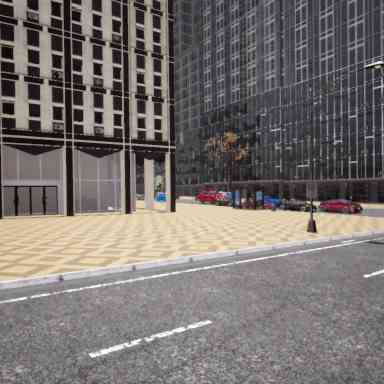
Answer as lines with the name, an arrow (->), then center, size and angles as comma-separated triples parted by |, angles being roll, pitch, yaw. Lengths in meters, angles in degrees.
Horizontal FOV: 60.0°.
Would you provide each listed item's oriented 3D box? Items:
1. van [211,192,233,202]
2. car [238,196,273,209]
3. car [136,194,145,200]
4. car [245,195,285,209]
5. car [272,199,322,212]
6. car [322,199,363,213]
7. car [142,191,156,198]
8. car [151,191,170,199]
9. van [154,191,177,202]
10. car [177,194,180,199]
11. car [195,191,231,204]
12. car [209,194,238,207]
van -> 5.342, 0.853, 58.939 | 1.690, 1.788, 3.998 | -1, 1, -34
car -> 7.924, 1.387, 40.073 | 1.802, 1.307, 4.206 | -1, 1, -34
car -> -11.184, 1.038, 68.316 | 2.008, 1.369, 4.403 | 0, 1, -34
car -> 9.305, 1.225, 42.832 | 1.882, 1.535, 5.008 | -1, 1, -34
car -> 11.110, 1.422, 35.364 | 1.947, 1.339, 4.313 | -1, 1, -34
car -> 15.197, 1.407, 34.181 | 1.994, 1.385, 4.181 | -1, 1, -34
car -> -10.659, 0.684, 82.425 | 1.967, 1.590, 4.097 | 0, 1, -34
car -> -7.459, 0.613, 77.727 | 2.192, 1.841, 5.009 | 0, 1, -34
van -> -4.783, 0.936, 58.920 | 1.690, 1.788, 3.998 | 0, 1, -34
car -> -4.258, 0.934, 73.034 | 1.802, 1.307, 4.206 | 0, 1, -34
car -> 3.315, 0.872, 51.634 | 2.150, 2.045, 5.566 | -1, 1, -34
car -> 4.772, 1.318, 44.803 | 1.947, 1.339, 4.313 | -1, 1, -34
